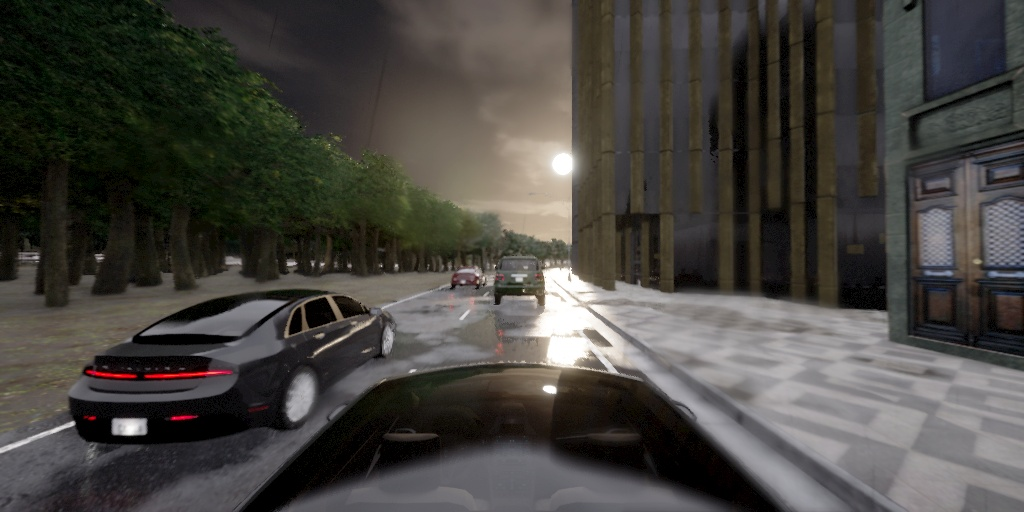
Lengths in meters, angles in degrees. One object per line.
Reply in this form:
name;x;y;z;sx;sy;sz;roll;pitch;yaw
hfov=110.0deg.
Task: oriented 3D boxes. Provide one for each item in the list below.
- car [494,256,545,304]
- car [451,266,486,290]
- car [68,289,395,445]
car;0.370;1.038;16.804;2.150;2.045;5.566;0;0;2
car;-2.846;1.409;23.893;1.812;1.442;4.674;0;-1;3
car;-3.353;1.266;5.584;1.837;1.490;4.892;0;0;0
